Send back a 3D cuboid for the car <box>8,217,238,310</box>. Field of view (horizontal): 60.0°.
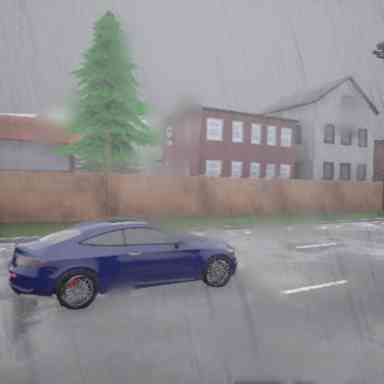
[{"bbox_3d":[-1.221,1.279,7.032,4.674,1.442,1.812,0,2,-28],"label":"car"}]
